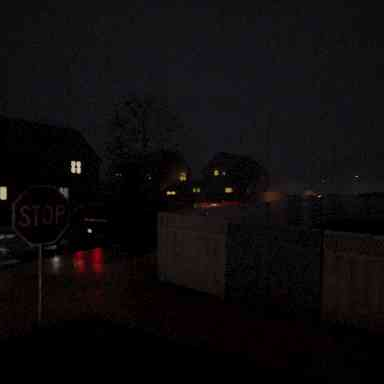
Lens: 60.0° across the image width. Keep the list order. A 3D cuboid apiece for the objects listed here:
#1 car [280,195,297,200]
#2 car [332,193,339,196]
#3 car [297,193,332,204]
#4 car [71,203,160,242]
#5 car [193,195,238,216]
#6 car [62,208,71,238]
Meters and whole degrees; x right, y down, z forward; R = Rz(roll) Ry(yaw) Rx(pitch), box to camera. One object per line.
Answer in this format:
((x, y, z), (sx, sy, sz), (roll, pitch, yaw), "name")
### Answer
((12.580, 1.057, 41.972), (2.033, 1.411, 5.357), (0, 1, 36), "car")
((20.500, 0.875, 48.305), (1.882, 1.535, 5.008), (0, 1, 35), "car")
((14.853, 1.055, 40.264), (2.033, 1.411, 5.357), (0, 1, 36), "car")
((-2.761, 1.337, 15.518), (2.128, 1.511, 4.902), (0, 1, 35), "car")
((1.993, 1.064, 27.141), (2.097, 1.767, 4.553), (0, 1, 35), "car")
((-5.273, 1.357, 16.955), (1.837, 1.490, 4.892), (0, 1, 37), "car")
